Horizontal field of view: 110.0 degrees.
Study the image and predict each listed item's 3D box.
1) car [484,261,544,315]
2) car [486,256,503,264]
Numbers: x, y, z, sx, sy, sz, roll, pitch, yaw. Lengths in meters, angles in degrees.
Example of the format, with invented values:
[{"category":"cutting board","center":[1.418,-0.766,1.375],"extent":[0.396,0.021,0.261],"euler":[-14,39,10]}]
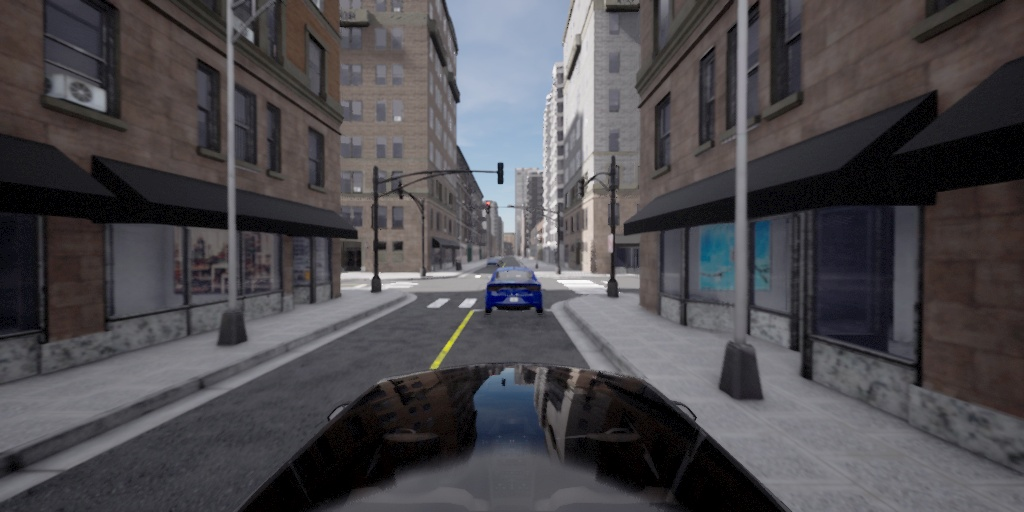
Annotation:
[{"category":"car","center":[0.079,1.131,13.190],"extent":[1.882,1.535,5.008],"euler":[0,0,0]},{"category":"car","center":[-2.801,0.888,53.696],"extent":[2.033,1.411,5.357],"euler":[0,0,0]}]
